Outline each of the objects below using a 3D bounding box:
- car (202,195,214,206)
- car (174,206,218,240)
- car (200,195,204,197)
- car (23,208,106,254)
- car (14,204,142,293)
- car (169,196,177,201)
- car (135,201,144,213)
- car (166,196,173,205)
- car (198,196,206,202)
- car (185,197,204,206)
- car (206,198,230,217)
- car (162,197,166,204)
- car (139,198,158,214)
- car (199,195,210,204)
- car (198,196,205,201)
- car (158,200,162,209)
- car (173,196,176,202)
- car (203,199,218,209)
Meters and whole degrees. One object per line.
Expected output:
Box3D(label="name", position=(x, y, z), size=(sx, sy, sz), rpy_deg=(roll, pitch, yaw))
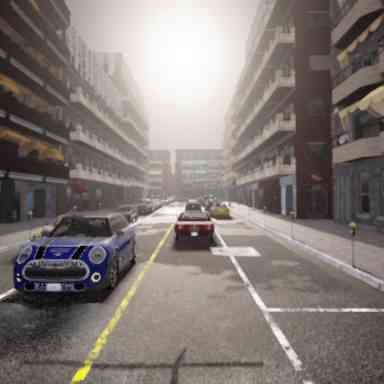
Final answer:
Box3D(label="car", position=(2.633, 1.547, 42.585), size=(1.967, 1.590, 4.097), rpy_deg=(1, 0, 0))
Box3D(label="car", position=(0.120, 1.638, 17.359), size=(1.895, 1.301, 4.718), rpy_deg=(0, 0, 0))
Box3D(label="car", position=(2.649, 1.462, 53.714), size=(2.192, 1.841, 5.009), rpy_deg=(1, 0, 0))
Box3D(label="car", position=(-5.284, 1.556, 14.576), size=(1.752, 1.417, 4.829), rpy_deg=(1, 0, 0))
Box3D(label="car", position=(-2.837, 1.371, 9.092), size=(2.097, 1.767, 4.553), rpy_deg=(0, 0, 0))
Box3D(label="car", position=(-5.150, 1.893, 92.643), size=(1.947, 1.339, 4.313), rpy_deg=(1, 0, 0))
Box3D(label="car", position=(-5.270, 1.623, 25.873), size=(1.947, 1.339, 4.313), rpy_deg=(1, 0, 0))
Box3D(label="car", position=(-5.225, 1.715, 64.653), size=(1.752, 1.417, 4.829), rpy_deg=(1, 0, 0))
Box3D(label="car", position=(2.690, 1.863, 87.093), size=(1.947, 1.339, 4.313), rpy_deg=(1, 0, 0))
Box3D(label="car", position=(0.155, 1.666, 41.230), size=(1.994, 1.385, 4.181), rpy_deg=(0, 0, 0))
Box3D(label="car", position=(2.618, 1.598, 31.628), size=(1.752, 1.417, 4.829), rpy_deg=(1, 0, 0))
Box3D(label="car", position=(-5.241, 1.650, 47.960), size=(1.752, 1.417, 4.829), rpy_deg=(1, 0, 0))
Box3D(label="car", position=(-5.254, 1.529, 37.003), size=(1.967, 1.590, 4.097), rpy_deg=(1, 0, 0))
Box3D(label="car", position=(2.671, 1.531, 70.404), size=(2.192, 1.841, 5.009), rpy_deg=(1, 0, 0))
Box3D(label="car", position=(2.697, 1.872, 92.658), size=(1.887, 1.381, 4.507), rpy_deg=(1, 0, 0))
Box3D(label="car", position=(-5.248, 1.632, 42.395), size=(1.752, 1.417, 4.829), rpy_deg=(1, 0, 0))
Box3D(label="car", position=(-5.194, 1.766, 75.780), size=(1.752, 1.417, 4.829), rpy_deg=(1, 0, 0))
Box3D(label="car", position=(2.639, 1.708, 48.148), size=(1.802, 1.307, 4.206), rpy_deg=(1, 0, 0))
